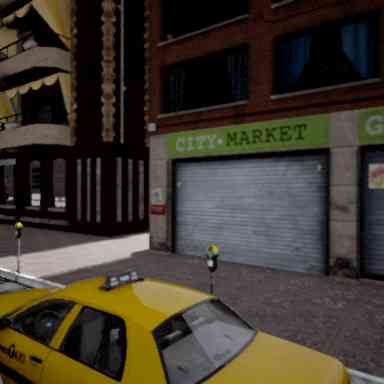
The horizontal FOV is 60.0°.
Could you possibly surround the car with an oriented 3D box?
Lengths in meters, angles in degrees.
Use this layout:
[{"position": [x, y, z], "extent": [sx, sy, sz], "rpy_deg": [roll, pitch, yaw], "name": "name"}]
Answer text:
[{"position": [-0.933, 1.503, 3.542], "extent": [4.829, 1.417, 1.752], "rpy_deg": [1, 0, 36], "name": "car"}]
